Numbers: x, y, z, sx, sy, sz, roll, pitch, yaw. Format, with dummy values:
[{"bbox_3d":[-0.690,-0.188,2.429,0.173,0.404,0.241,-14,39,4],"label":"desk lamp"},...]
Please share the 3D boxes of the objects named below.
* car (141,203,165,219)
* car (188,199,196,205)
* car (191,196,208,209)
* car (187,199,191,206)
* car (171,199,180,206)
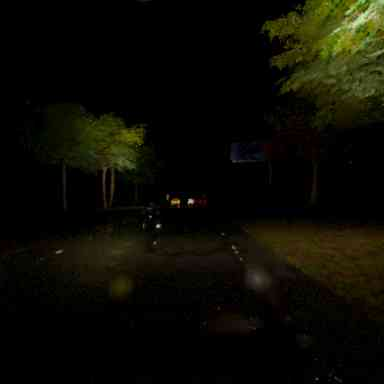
[{"bbox_3d":[-3.590,1.754,31.464,2.033,1.411,5.357,0,0,0],"label":"car"},{"bbox_3d":[0.024,2.579,86.596,1.994,1.385,4.181,0,-1,0],"label":"car"},{"bbox_3d":[1.239,1.633,51.759,2.150,2.045,5.566,0,-1,0],"label":"car"},{"bbox_3d":[0.019,2.151,70.596,1.812,1.442,4.674,0,-1,0],"label":"car"},{"bbox_3d":[-3.480,2.246,71.491,1.882,1.535,5.008,0,-1,0],"label":"car"}]
